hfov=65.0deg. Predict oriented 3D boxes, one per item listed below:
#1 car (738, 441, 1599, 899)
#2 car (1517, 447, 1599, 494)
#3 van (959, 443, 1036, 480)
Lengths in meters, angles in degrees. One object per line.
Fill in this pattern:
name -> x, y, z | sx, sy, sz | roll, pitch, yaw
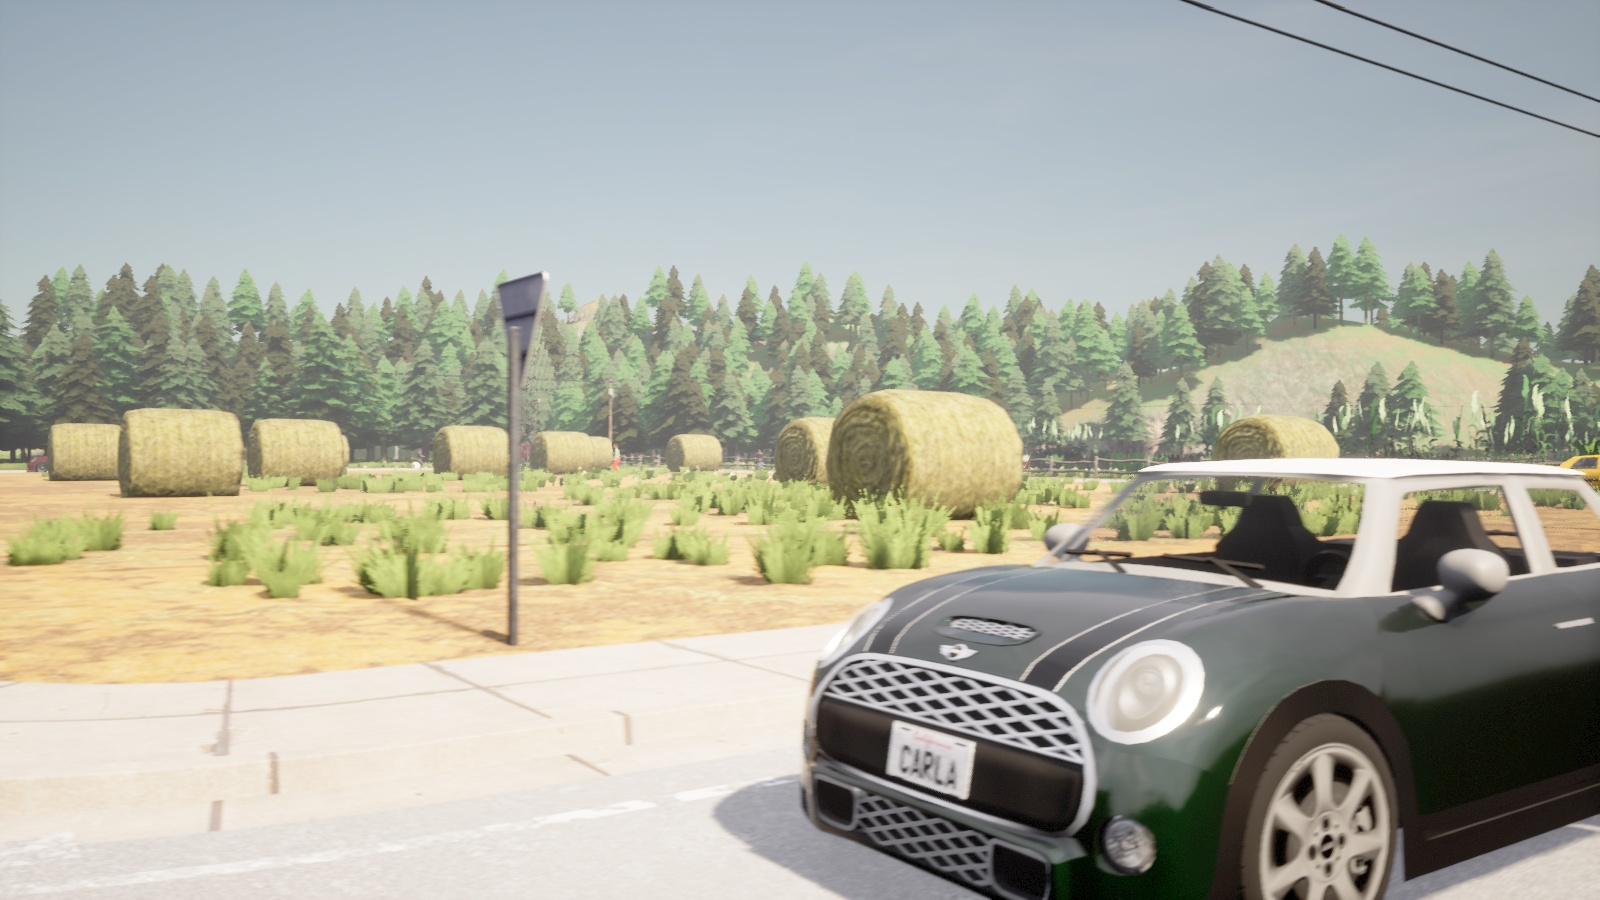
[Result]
car -> 1.895, 0.718, 4.983 | 3.806, 1.475, 1.970 | 0, 0, -35
car -> 27.866, 0.696, 43.150 | 1.801, 1.575, 5.366 | 0, 0, -32
van -> 11.021, 0.612, 70.248 | 1.775, 1.987, 4.442 | 0, 0, -32
